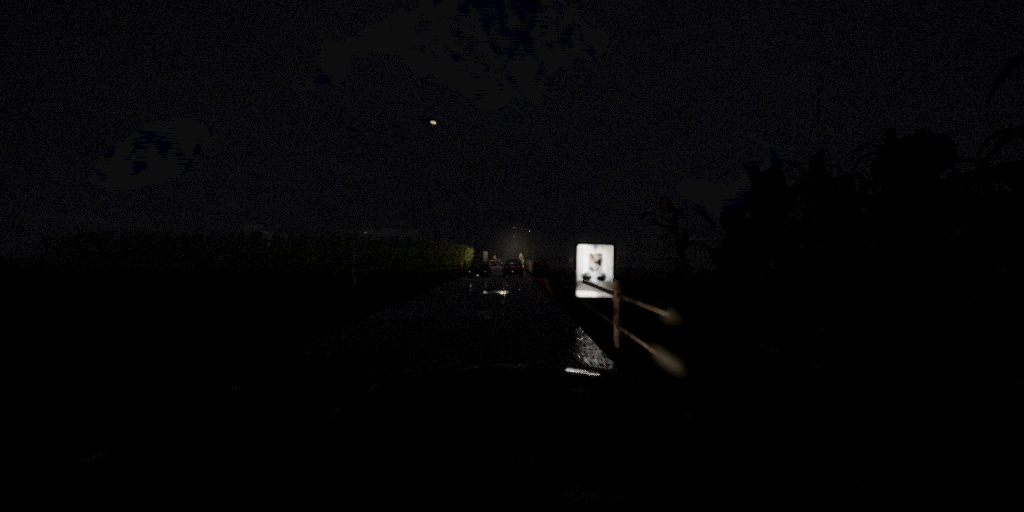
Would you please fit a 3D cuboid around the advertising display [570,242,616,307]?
[{"bbox_3d":[3.124,0.709,13.795,1.540,2.440,0.280,0,0,0],"label":"advertising display"}]

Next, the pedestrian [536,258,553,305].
[{"bbox_3d":[1.277,0.978,14.139,0.375,1.860,0.375,-1,2,-10],"label":"pedestrian"}]

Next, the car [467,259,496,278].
[{"bbox_3d":[-2.842,1.222,32.393,2.033,1.411,5.357,0,0,0],"label":"car"}]

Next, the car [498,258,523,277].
[{"bbox_3d":[0.079,1.172,34.157,2.128,1.511,4.902,0,0,0],"label":"car"}]
